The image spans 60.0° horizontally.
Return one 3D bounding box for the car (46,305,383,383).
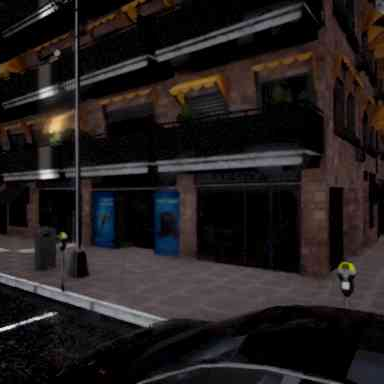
[{"bbox_3d":[0.719,1.572,2.361,4.313,1.339,1.947,-1,0,36],"label":"car"}]
